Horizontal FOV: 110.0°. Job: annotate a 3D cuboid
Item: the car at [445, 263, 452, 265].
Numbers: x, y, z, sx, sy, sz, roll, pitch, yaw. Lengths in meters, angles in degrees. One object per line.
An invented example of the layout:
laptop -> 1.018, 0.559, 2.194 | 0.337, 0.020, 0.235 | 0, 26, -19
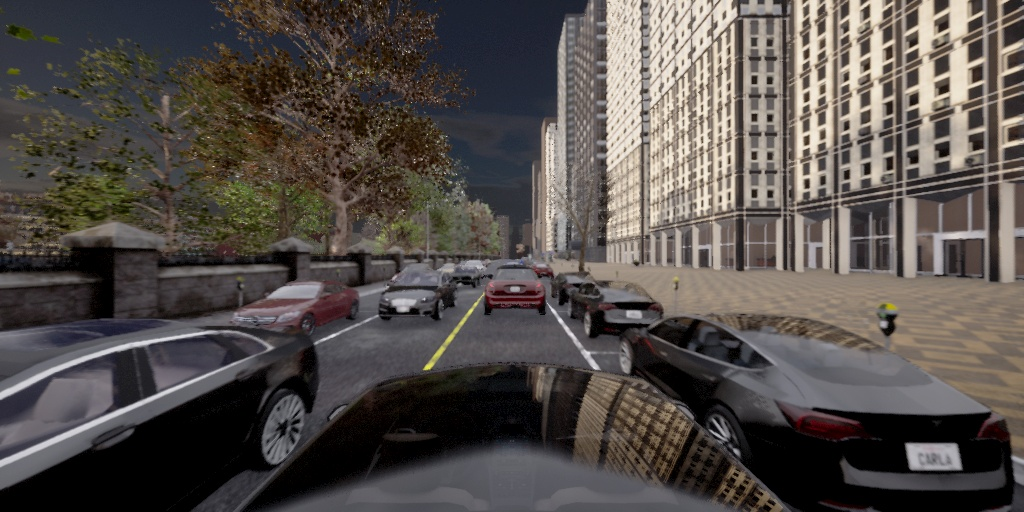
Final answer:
car -> -5.683, 1.298, 32.362 | 1.751, 1.417, 4.829 | 0, 0, 0

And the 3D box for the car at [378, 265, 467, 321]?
car -> -3.083, 1.247, 12.620 | 2.128, 1.511, 4.902 | 0, 0, 0

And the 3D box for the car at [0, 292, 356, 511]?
car -> -3.087, 1.242, 2.049 | 2.128, 1.511, 4.902 | 0, 0, 1

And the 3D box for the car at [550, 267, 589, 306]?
car -> 2.692, 1.323, 15.632 | 1.948, 1.339, 4.313 | 0, 0, 0

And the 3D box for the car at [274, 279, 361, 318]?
car -> -5.690, 1.336, 10.002 | 1.802, 1.307, 4.207 | 0, 0, 0

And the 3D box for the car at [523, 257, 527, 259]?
car -> 2.701, 1.227, 43.792 | 1.967, 1.591, 4.097 | 0, 0, 0

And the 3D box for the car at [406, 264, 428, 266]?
car -> -5.686, 1.202, 21.267 | 1.967, 1.591, 4.097 | 0, 0, 0

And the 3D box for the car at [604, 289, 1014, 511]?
car -> 2.688, 1.317, 4.367 | 1.948, 1.339, 4.313 | 0, 0, 0

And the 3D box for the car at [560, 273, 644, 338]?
car -> 2.690, 1.320, 9.999 | 1.948, 1.339, 4.313 | 0, 0, 0

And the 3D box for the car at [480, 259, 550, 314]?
car -> 0.104, 1.108, 13.835 | 2.097, 1.767, 4.553 | 0, 0, 0

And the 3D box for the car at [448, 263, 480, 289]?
car -> -3.065, 1.365, 23.507 | 1.895, 1.301, 4.718 | 0, 0, 0

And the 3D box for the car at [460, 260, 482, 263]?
car -> -2.993, 1.010, 28.453 | 1.812, 1.442, 4.674 | 0, 0, 0
